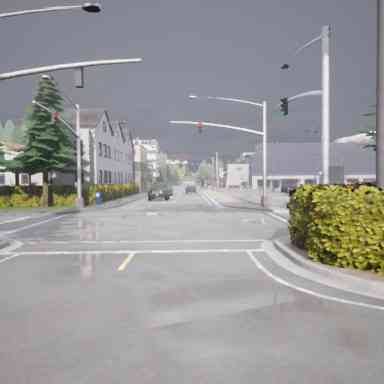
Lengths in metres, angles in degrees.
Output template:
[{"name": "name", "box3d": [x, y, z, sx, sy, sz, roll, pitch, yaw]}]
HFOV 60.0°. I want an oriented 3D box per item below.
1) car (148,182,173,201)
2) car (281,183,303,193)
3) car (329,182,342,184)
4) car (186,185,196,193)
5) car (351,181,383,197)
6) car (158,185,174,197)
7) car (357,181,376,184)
[{"name": "car", "box3d": [-3.733, -0.111, 38.269, 2.150, 2.045, 5.566, -1, 2, 0]}, {"name": "car", "box3d": [15.252, -0.525, 52.074, 2.007, 1.523, 4.514, -1, 2, 0]}, {"name": "car", "box3d": [25.288, -1.034, 59.490, 2.152, 1.636, 5.027, -1, 2, 0]}, {"name": "car", "box3d": [-0.189, -0.580, 58.690, 2.128, 1.511, 4.902, -1, 2, 0]}, {"name": "car", "box3d": [22.247, -0.461, 42.099, 1.932, 1.855, 4.605, -1, 2, 0]}, {"name": "car", "box3d": [-3.749, -0.176, 48.429, 1.837, 1.490, 4.892, -1, 2, 0]}, {"name": "car", "box3d": [19.004, -0.176, 34.218, 1.905, 1.878, 3.866, -1, 2, 0]}]
